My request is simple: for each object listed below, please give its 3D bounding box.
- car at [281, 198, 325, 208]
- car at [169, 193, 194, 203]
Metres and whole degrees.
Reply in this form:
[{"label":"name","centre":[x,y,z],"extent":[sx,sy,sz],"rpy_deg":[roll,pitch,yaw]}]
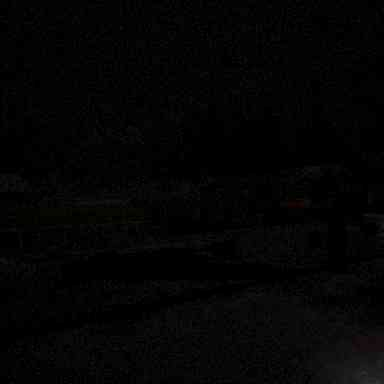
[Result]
[{"label":"car","centre":[12.161,1.477,36.501],"extent":[1.882,1.535,5.008],"rpy_deg":[0,0,-35]},{"label":"car","centre":[-1.890,1.223,56.694],"extent":[2.150,2.045,5.566],"rpy_deg":[0,0,-35]}]
